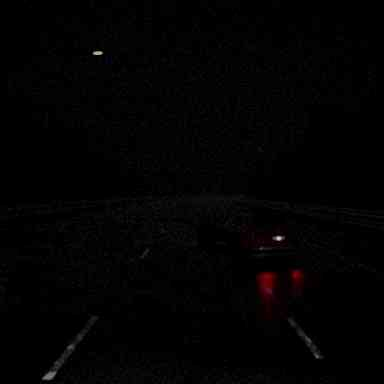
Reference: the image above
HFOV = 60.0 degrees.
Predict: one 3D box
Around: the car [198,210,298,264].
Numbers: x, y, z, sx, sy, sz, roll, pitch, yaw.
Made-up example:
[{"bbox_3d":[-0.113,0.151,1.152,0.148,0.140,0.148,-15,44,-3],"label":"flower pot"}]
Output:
[{"bbox_3d":[1.821,1.455,12.130,2.033,1.649,4.856,0,0,-20],"label":"car"}]
